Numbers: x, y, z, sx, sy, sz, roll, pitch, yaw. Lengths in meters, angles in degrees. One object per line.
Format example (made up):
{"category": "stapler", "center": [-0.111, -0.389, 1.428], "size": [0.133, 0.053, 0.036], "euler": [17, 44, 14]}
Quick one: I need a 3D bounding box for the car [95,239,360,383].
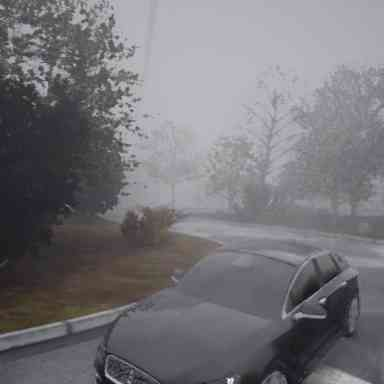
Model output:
{"category": "car", "center": [0.988, 1.536, 4.746], "size": [1.837, 1.490, 4.892], "euler": [3, 2, 39]}

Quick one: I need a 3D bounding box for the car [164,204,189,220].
{"category": "car", "center": [-2.064, 1.865, 31.712], "size": [2.033, 1.411, 5.357], "euler": [2, -1, -25]}

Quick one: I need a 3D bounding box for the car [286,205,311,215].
{"category": "car", "center": [13.780, 2.423, 44.830], "size": [4.181, 1.385, 1.994], "euler": [1, -1, -3]}
